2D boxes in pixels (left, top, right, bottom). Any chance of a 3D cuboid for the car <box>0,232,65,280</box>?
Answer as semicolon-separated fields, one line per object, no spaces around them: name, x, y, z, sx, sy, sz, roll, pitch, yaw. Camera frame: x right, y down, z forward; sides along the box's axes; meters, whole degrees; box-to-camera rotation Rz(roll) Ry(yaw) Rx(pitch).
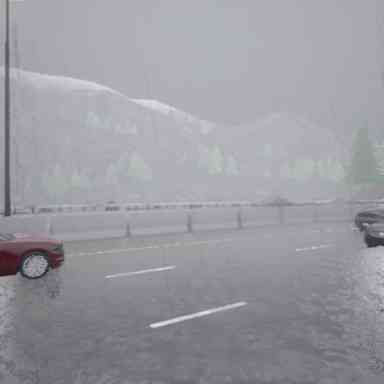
car;-5.768;1.452;8.143;5.008;1.535;1.882;0;0;-36

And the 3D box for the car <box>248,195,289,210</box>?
car;9.468;1.222;41.256;4.553;1.767;2.097;0;0;-24

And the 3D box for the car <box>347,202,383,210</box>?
car;11.181;1.446;18.501;4.892;1.490;1.837;0;0;-28

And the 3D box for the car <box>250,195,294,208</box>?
car;9.189;1.387;37.270;4.892;1.490;1.837;0;0;-25

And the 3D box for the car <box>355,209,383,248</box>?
car;8.796;1.521;13.209;4.181;1.385;1.994;0;0;-30

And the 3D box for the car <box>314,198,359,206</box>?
car;14.845;1.445;32.239;5.357;1.411;2.033;0;0;-24

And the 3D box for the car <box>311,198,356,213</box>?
car;15.448;1.411;36.293;4.674;1.442;1.812;0;0;-24
